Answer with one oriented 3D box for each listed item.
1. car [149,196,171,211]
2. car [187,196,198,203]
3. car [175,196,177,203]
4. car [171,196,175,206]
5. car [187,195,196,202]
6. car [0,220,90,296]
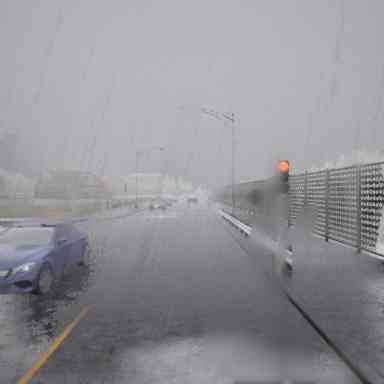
[{"bbox_3d":[-4.108,1.491,40.679,2.128,1.511,4.902,0,0,0],"label":"car"},{"bbox_3d":[0.086,1.477,67.088,1.882,1.535,5.008,0,0,0],"label":"car"},{"bbox_3d":[-4.023,1.477,68.756,1.882,1.535,5.008,0,0,0],"label":"car"},{"bbox_3d":[-4.107,1.562,50.615,1.994,1.385,4.181,0,0,0],"label":"car"},{"bbox_3d":[-0.022,1.540,77.431,2.033,1.411,5.357,0,0,0],"label":"car"},{"bbox_3d":[-4.089,1.526,8.784,1.812,1.442,4.674,0,0,0],"label":"car"}]
